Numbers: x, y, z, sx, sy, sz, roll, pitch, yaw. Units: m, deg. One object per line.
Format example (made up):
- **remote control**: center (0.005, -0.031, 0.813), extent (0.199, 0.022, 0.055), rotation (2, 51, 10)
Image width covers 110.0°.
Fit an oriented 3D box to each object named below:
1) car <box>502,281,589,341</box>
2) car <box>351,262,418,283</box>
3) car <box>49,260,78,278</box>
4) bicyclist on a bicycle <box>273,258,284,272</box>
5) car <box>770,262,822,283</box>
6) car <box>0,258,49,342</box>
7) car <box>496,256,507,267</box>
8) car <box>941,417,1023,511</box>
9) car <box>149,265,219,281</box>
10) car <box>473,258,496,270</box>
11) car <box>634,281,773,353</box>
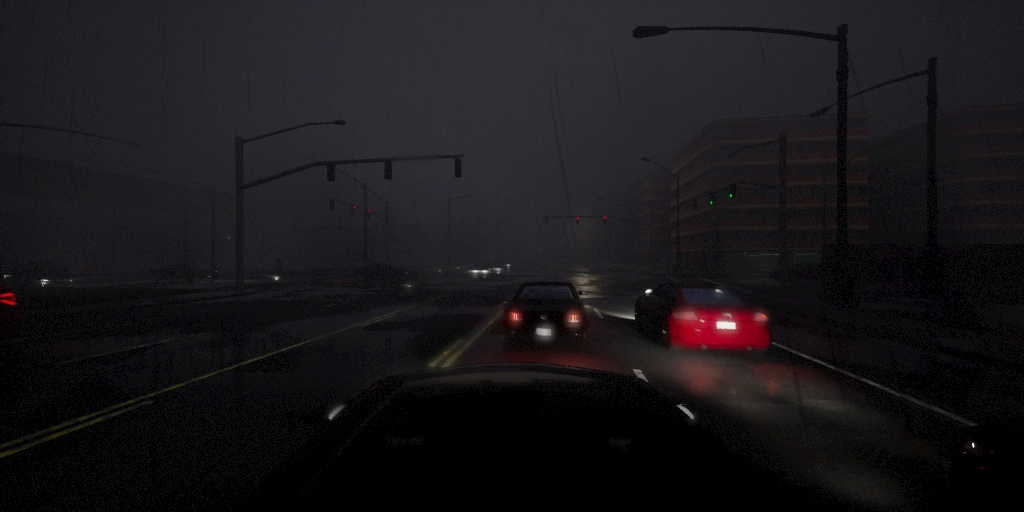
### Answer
- **car**: center (0.996, 1.351, 9.915), extent (1.895, 1.301, 4.718), rotation (0, 0, 8)
- **car**: center (-9.748, 1.224, 27.606), extent (5.008, 1.535, 1.882), rotation (0, 0, 7)
- **car**: center (-41.270, 1.275, 31.468), extent (4.674, 1.442, 1.812), rotation (0, 0, 12)
- **bicyclist on a bicycle**: center (-26.420, 1.053, 40.582), extent (0.582, 1.620, 1.656), rotation (0, 0, 7)
- **car**: center (22.803, 1.228, 27.591), extent (5.008, 1.535, 1.882), rotation (0, 0, 7)
- **car**: center (-10.358, 0.971, 4.282), extent (2.150, 2.045, 5.566), rotation (0, 0, 5)
- **car**: center (-2.533, 1.064, 58.559), extent (1.895, 1.301, 4.718), rotation (0, 1, 8)
- **car**: center (3.640, 1.242, 0.203), extent (2.128, 1.511, 4.902), rotation (0, 0, 1)
- **car**: center (-26.966, 1.351, 29.606), extent (4.718, 1.301, 1.895), rotation (0, 0, 7)
- **car**: center (-3.880, 1.176, 48.705), extent (1.994, 1.385, 4.181), rotation (0, 1, 8)
- **car**: center (4.400, 1.314, 8.915), extent (1.994, 1.385, 4.181), rotation (0, 0, 7)
